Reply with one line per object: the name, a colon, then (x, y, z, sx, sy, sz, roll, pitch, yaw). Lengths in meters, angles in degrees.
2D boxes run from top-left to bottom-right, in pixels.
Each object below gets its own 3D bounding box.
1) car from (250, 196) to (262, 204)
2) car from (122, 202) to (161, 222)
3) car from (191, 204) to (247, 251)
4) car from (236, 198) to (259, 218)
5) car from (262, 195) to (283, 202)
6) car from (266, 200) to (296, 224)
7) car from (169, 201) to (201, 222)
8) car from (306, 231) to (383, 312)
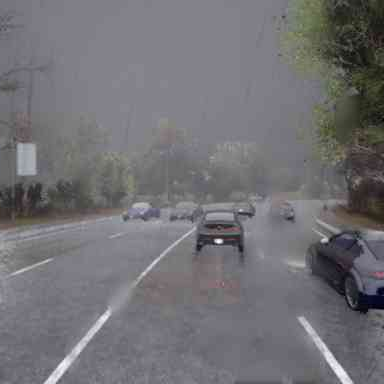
car: (12.203, 1.502, 64.460, 1.837, 1.490, 4.892, 0, 0, 32)
car: (-3.844, 1.492, 26.252, 1.812, 1.442, 4.674, 0, 0, 13)
car: (1.258, 1.502, 14.267, 1.837, 1.490, 4.892, 0, 0, 7)
car: (4.800, 1.567, 30.868, 1.994, 1.385, 4.181, 0, 0, 16)
car: (15.786, 1.383, 63.605, 2.097, 1.767, 4.553, 1, 0, 33)
car: (6.822, 1.563, 25.172, 2.033, 1.411, 5.357, 0, 0, 14)
car: (-0.358, 1.487, 25.795, 1.837, 1.490, 4.892, 0, 0, 13)
car: (4.067, 1.574, 7.657, 1.994, 1.385, 4.181, 0, 0, 4)
